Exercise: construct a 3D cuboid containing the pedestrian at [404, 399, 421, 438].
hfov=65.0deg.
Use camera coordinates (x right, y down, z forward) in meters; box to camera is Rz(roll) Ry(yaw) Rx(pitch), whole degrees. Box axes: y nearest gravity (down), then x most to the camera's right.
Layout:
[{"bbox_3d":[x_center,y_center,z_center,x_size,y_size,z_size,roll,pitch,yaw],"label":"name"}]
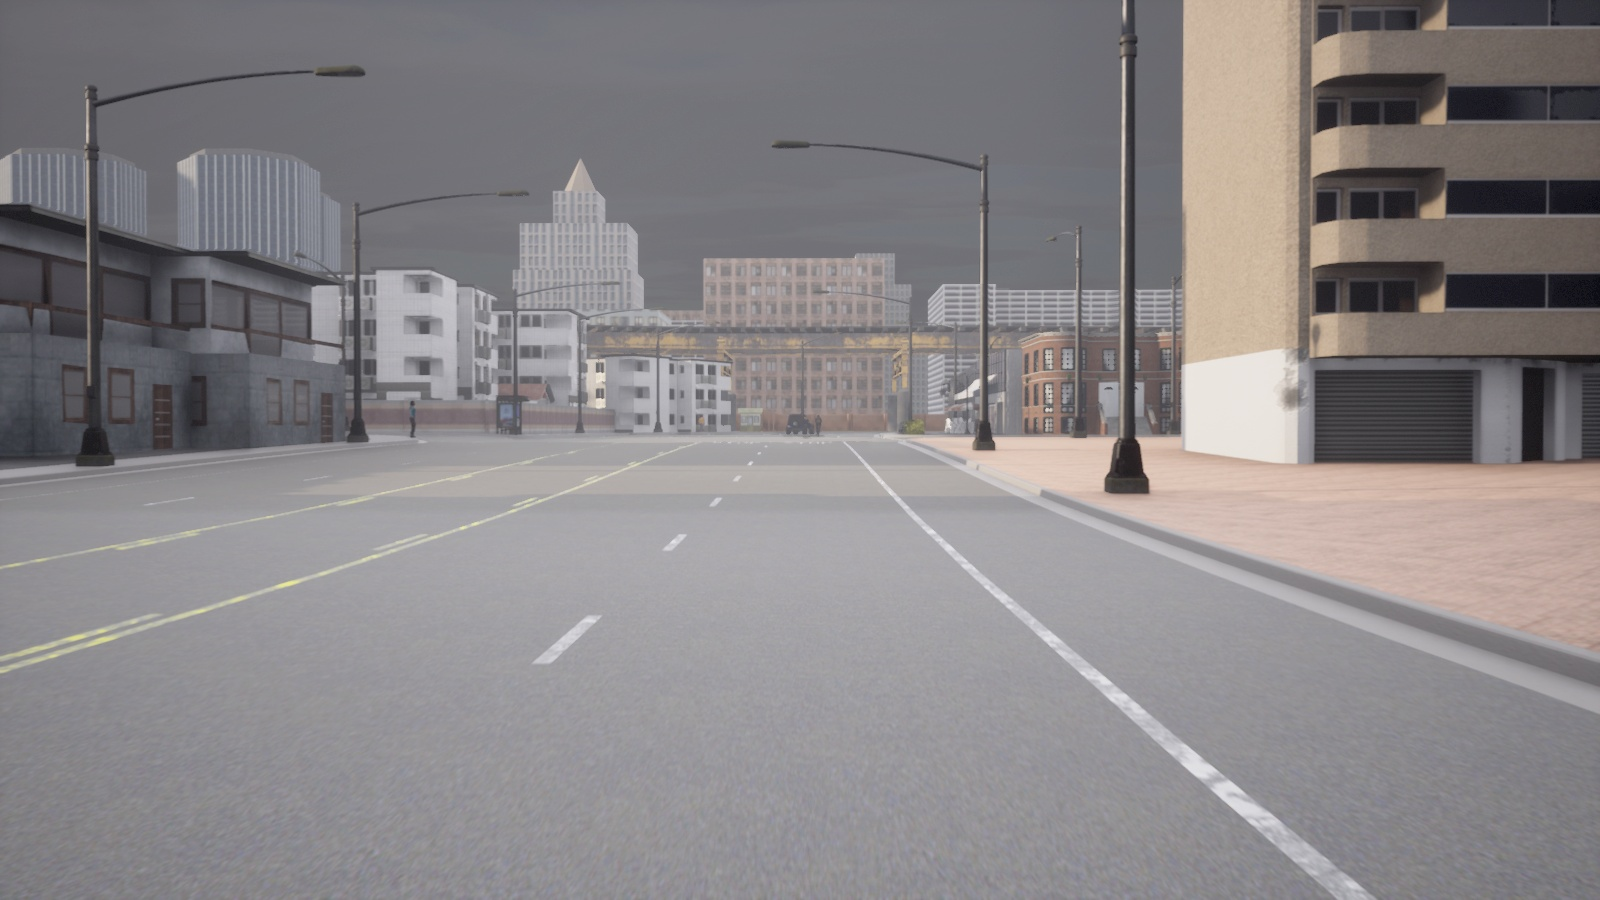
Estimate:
[{"bbox_3d":[-19.030,-1.546,61.645,0.692,1.930,0.396,0,1,-4],"label":"pedestrian"}]
